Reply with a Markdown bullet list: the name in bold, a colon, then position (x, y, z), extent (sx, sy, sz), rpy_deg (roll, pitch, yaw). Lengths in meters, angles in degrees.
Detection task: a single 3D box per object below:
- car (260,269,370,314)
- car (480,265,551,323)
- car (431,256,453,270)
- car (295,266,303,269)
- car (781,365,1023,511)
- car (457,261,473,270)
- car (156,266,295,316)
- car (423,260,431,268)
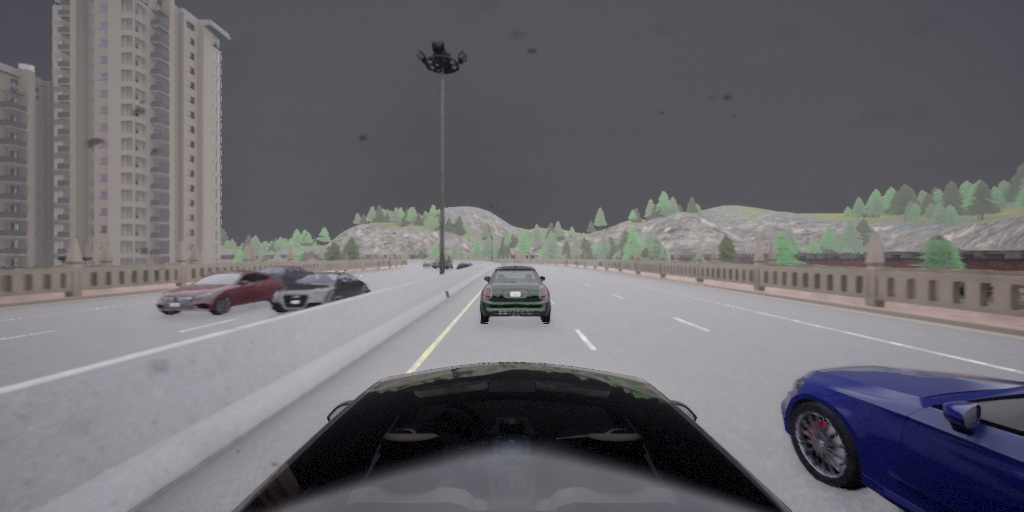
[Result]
- **car**: position (-7.100, 1.319, 13.743), extent (1.994, 1.385, 4.181), rpy_deg (0, 0, 0)
- **car**: position (0.100, 1.107, 12.315), extent (2.097, 1.767, 4.553), rpy_deg (0, 0, 0)
- **car**: position (-10.563, 1.075, 55.720), extent (2.150, 2.045, 5.566), rpy_deg (0, 0, 0)
- **car**: position (-14.100, 1.311, 21.898), extent (2.033, 1.411, 5.357), rpy_deg (0, 0, 0)
- **car**: position (3.600, 1.276, 1.612), extent (1.812, 1.442, 4.674), rpy_deg (0, 0, 0)
- **car**: position (-7.074, 1.451, 54.255), extent (1.895, 1.301, 4.718), rpy_deg (0, 0, 0)
- **car**: position (-10.600, 1.281, 13.599), extent (1.812, 1.442, 4.674), rpy_deg (0, 0, 0)
- **car**: position (-14.297, 1.414, 62.457), extent (1.812, 1.442, 4.674), rpy_deg (0, 0, -3)
